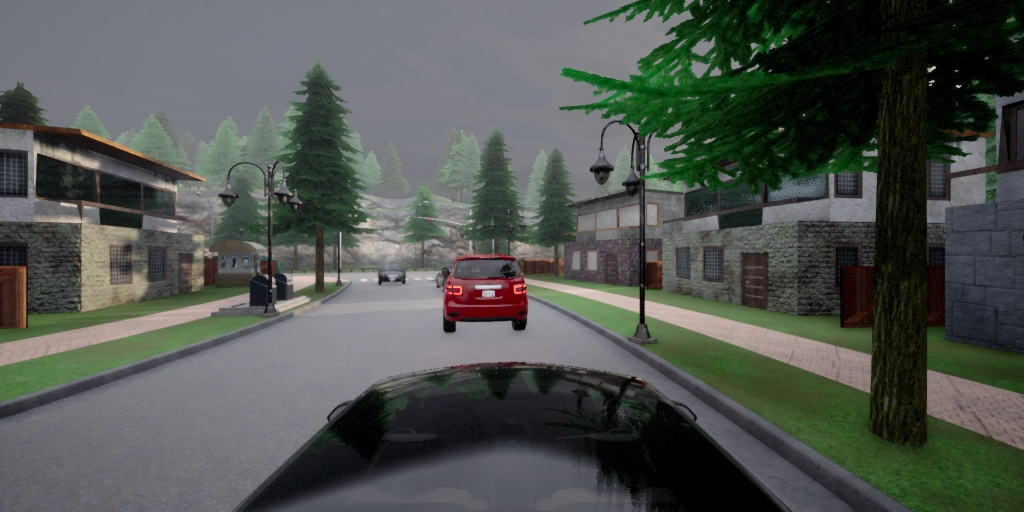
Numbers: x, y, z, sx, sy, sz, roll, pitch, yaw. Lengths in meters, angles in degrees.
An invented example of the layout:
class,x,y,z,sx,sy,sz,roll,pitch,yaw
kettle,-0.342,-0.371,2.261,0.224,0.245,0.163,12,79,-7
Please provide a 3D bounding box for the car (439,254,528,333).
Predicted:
class,x,y,z,sx,sy,sz,roll,pitch,yaw
car,-0.952,0.971,11.023,2.150,2.045,5.566,0,0,-9

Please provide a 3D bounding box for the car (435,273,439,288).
class,x,y,z,sx,sy,sz,roll,pitch,yaw
car,-3.368,1.297,21.206,2.033,1.411,5.357,0,0,-18

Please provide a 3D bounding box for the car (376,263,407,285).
class,x,y,z,sx,sy,sz,roll,pitch,yaw
car,-8.794,1.259,26.160,2.128,1.511,4.902,0,0,-20
